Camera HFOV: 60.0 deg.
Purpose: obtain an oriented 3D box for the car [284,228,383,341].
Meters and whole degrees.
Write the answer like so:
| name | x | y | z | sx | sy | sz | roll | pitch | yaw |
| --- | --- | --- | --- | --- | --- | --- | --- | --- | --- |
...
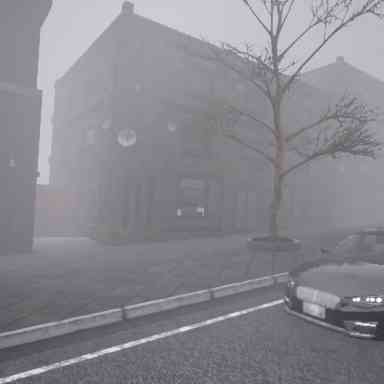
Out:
| name | x | y | z | sx | sy | sz | roll | pitch | yaw |
| --- | --- | --- | --- | --- | --- | --- | --- | --- | --- |
| car | 3.820 | 1.497 | 6.392 | 4.902 | 1.511 | 2.128 | 0 | 0 | -35 |
